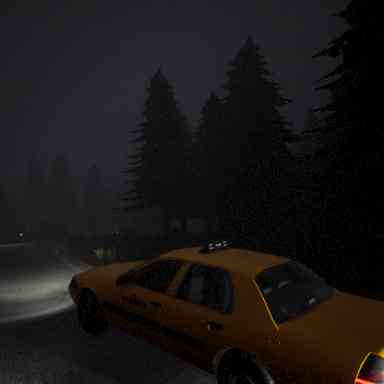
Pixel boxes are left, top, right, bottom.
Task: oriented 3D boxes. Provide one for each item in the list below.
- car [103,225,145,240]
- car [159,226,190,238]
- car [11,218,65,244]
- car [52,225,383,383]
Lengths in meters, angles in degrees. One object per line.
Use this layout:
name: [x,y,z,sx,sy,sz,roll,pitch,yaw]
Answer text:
car: [-7.437,4.510,36.976,2.033,1.411,5.357,-4,-8,20]
car: [-2.313,5.543,46.281,1.882,1.535,5.008,-5,-8,30]
car: [-12.731,3.229,28.189,2.150,2.045,5.566,-4,-7,6]
car: [0.121,1.441,4.753,5.366,1.575,1.801,0,1,43]
